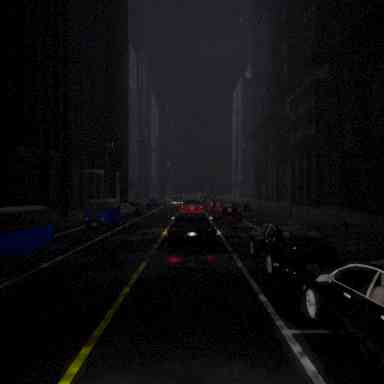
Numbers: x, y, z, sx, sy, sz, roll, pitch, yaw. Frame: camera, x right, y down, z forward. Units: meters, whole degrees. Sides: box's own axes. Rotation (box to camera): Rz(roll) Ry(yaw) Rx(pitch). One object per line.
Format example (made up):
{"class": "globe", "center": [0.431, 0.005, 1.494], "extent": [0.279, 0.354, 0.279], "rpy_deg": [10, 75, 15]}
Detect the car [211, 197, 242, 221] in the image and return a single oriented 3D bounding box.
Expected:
{"class": "car", "center": [2.852, 1.435, 26.986], "extent": [1.967, 1.590, 4.097], "rpy_deg": [0, 0, 0]}

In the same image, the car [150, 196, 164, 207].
{"class": "car", "center": [-5.672, 1.563, 49.575], "extent": [1.947, 1.339, 4.313], "rpy_deg": [0, 0, 0]}

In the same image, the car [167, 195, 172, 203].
{"class": "car", "center": [-5.672, 1.551, 66.522], "extent": [2.008, 1.369, 4.403], "rpy_deg": [0, 0, 0]}

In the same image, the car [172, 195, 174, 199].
{"class": "car", "center": [-5.673, 1.441, 72.171], "extent": [1.967, 1.590, 4.097], "rpy_deg": [0, 0, 0]}

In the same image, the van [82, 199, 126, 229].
{"class": "van", "center": [-5.673, 1.336, 21.331], "extent": [1.690, 1.788, 3.998], "rpy_deg": [0, 0, 0]}

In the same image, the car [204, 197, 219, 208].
{"class": "car", "center": [2.853, 1.542, 49.580], "extent": [1.887, 1.381, 4.507], "rpy_deg": [0, 0, 0]}

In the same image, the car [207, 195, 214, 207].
{"class": "car", "center": [2.852, 1.436, 38.283], "extent": [1.967, 1.590, 4.097], "rpy_deg": [0, 0, 0]}

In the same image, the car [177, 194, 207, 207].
{"class": "car", "center": [0.000, 1.362, 29.621], "extent": [2.097, 1.767, 4.553], "rpy_deg": [0, 0, 0]}

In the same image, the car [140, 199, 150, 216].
{"class": "car", "center": [-5.672, 1.561, 32.629], "extent": [1.947, 1.339, 4.313], "rpy_deg": [0, 0, 0]}

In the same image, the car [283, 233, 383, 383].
{"class": "car", "center": [2.853, 1.548, 4.391], "extent": [2.008, 1.369, 4.403], "rpy_deg": [0, 0, 0]}

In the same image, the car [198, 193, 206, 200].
{"class": "car", "center": [2.852, 1.322, 94.769], "extent": [2.192, 1.841, 5.009], "rpy_deg": [0, 0, 0]}

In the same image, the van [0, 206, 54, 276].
{"class": "van", "center": [-5.674, 1.337, 10.034], "extent": [1.690, 1.788, 3.998], "rpy_deg": [0, 0, 0]}

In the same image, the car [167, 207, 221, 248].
{"class": "car", "center": [0.000, 1.569, 14.651], "extent": [1.994, 1.385, 4.181], "rpy_deg": [0, 0, 0]}

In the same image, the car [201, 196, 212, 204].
{"class": "car", "center": [2.853, 1.545, 66.526], "extent": [1.887, 1.381, 4.507], "rpy_deg": [0, 0, 0]}

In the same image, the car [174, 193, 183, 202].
{"class": "car", "center": [-3.000, 1.194, 75.898], "extent": [2.150, 2.045, 5.566], "rpy_deg": [0, 0, 0]}

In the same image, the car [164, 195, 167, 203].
{"class": "car", "center": [-5.672, 1.543, 55.224], "extent": [1.887, 1.381, 4.507], "rpy_deg": [0, 0, 0]}

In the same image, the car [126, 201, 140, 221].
{"class": "car", "center": [-5.672, 1.520, 26.810], "extent": [1.752, 1.417, 4.829], "rpy_deg": [0, 0, 0]}

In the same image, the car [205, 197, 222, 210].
{"class": "car", "center": [2.852, 1.437, 43.931], "extent": [1.967, 1.590, 4.097], "rpy_deg": [0, 0, 0]}

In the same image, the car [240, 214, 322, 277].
{"class": "car", "center": [2.853, 1.547, 10.041], "extent": [2.008, 1.369, 4.403], "rpy_deg": [0, 0, 0]}
